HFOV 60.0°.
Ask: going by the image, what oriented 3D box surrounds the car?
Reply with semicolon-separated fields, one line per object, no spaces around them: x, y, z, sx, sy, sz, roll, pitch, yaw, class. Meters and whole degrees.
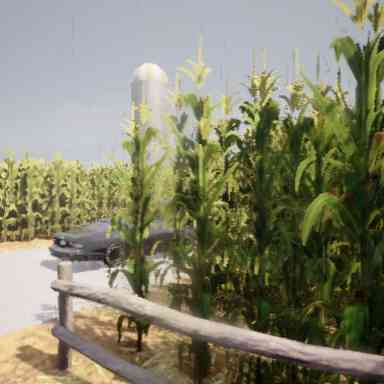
-1.963;1.516;11.376;2.033;1.411;5.357;0;0;44;car
